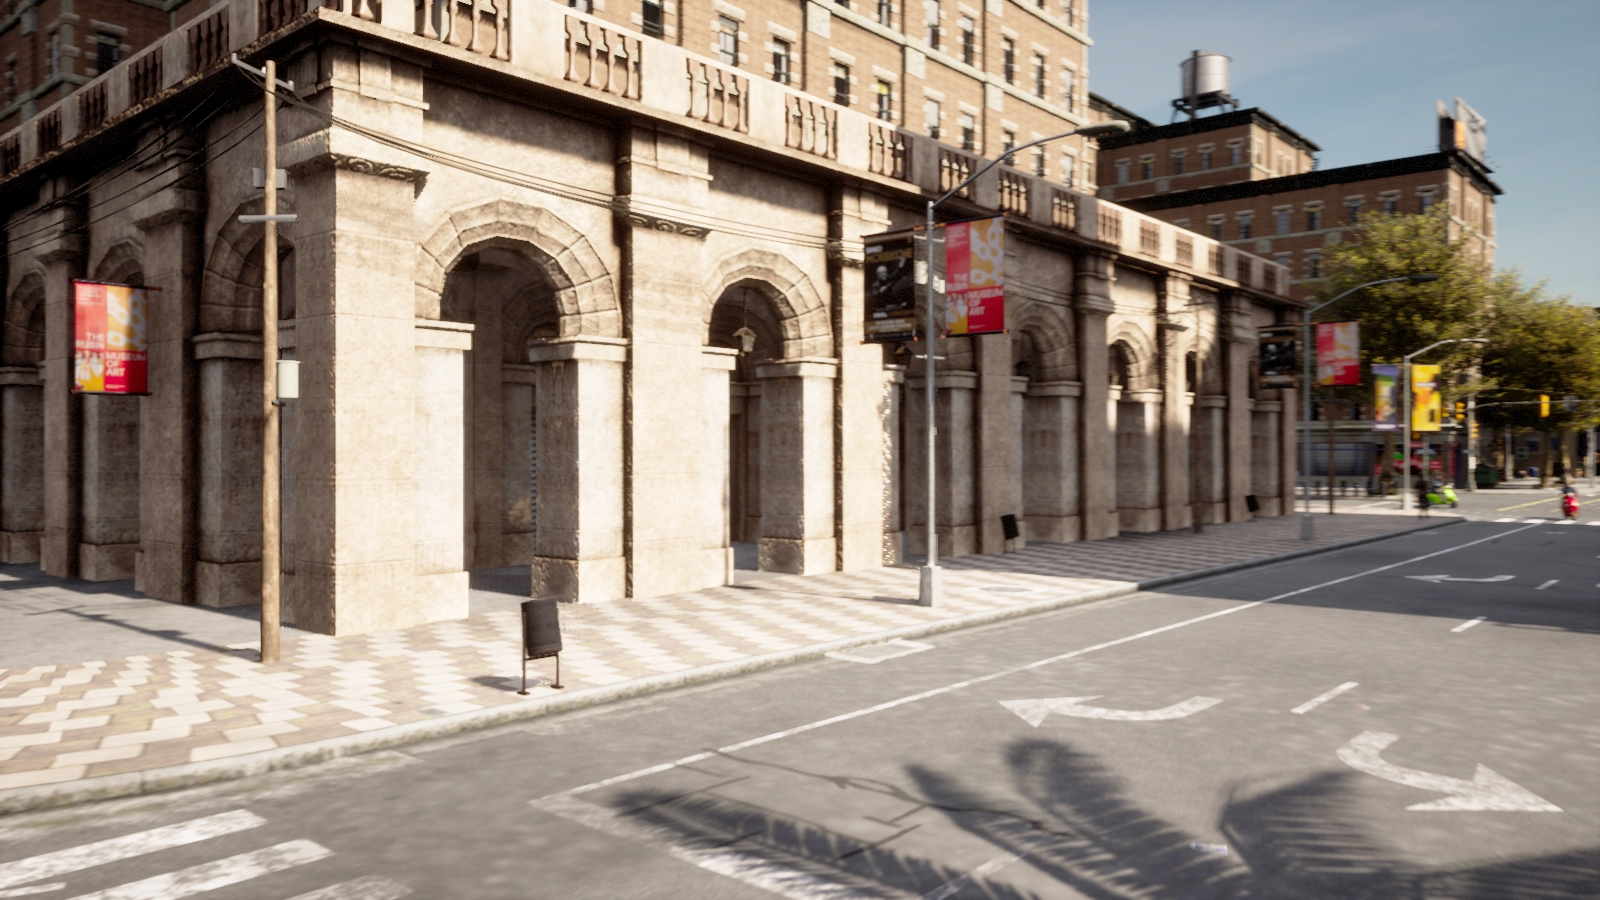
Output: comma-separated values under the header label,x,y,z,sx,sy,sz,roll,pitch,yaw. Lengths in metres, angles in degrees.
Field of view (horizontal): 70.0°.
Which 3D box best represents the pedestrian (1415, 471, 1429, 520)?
label,x,y,z,sx,sy,sz,roll,pitch,yaw
pedestrian,23.673,1.732,43.457,0.375,1.860,0.375,0,0,-44
